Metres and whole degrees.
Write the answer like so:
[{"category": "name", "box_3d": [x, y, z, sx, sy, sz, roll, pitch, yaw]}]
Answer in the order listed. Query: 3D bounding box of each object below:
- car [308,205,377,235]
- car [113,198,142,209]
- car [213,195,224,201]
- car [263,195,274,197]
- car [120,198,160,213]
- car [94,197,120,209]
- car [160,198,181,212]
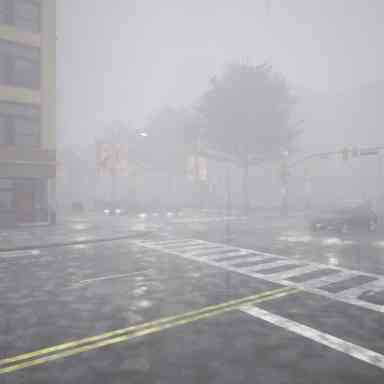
[{"category": "car", "box_3d": [8.538, 1.503, 18.713, 4.892, 1.490, 1.837, 0, 0, -36]}, {"category": "car", "box_3d": [-9.260, 1.547, 47.490, 2.033, 1.411, 5.357, 0, 0, -35]}, {"category": "car", "box_3d": [5.696, 1.413, 79.530, 2.161, 1.482, 4.786, 0, 0, -36]}, {"category": "car", "box_3d": [16.184, 1.320, 72.064, 2.002, 1.452, 4.674, 0, 0, -36]}, {"category": "car", "box_3d": [-5.862, 1.505, 36.747, 1.837, 1.490, 4.892, 0, 0, -36]}, {"category": "car", "box_3d": [-11.694, 1.478, 44.871, 1.882, 1.535, 5.008, 0, 0, -35]}, {"category": "car", "box_3d": [-3.207, 1.505, 39.050, 1.837, 1.490, 4.892, 0, 0, -36]}]
